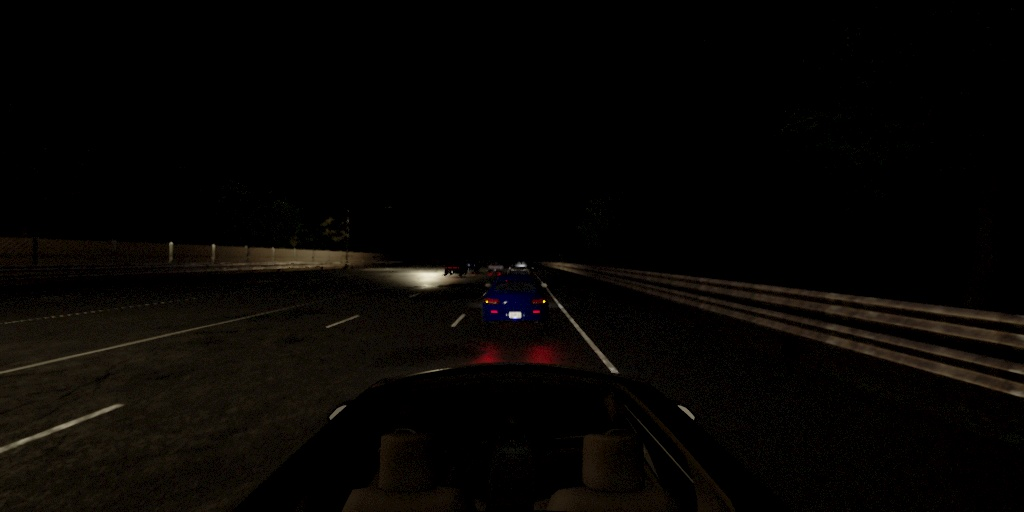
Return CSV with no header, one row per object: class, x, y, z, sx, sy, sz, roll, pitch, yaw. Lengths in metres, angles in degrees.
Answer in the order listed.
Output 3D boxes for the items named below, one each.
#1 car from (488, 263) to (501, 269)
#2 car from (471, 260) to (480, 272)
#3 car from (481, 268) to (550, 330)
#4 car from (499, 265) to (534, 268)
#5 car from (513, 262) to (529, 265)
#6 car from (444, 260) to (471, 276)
car,-2.205,1.591,50.156,1.895,1.301,4.718,0,-1,1
car,-5.708,1.322,50.071,2.097,1.767,4.553,0,-1,1
car,0.124,1.267,11.018,1.812,1.442,4.674,0,0,1
car,0.381,1.365,20.973,1.895,1.301,4.718,0,0,2
car,0.743,1.305,29.333,2.128,1.511,4.902,0,-1,2
car,-5.985,1.370,38.612,1.837,1.490,4.892,0,0,2
